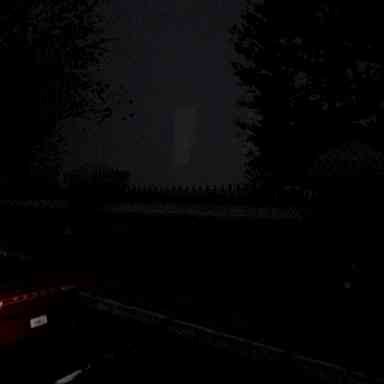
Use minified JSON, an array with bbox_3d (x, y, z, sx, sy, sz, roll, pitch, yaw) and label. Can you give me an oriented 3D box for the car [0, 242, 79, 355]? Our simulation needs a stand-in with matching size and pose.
[{"bbox_3d":[-3.786,1.524,5.588,4.507,1.381,1.887,0,0,36],"label":"car"}]
